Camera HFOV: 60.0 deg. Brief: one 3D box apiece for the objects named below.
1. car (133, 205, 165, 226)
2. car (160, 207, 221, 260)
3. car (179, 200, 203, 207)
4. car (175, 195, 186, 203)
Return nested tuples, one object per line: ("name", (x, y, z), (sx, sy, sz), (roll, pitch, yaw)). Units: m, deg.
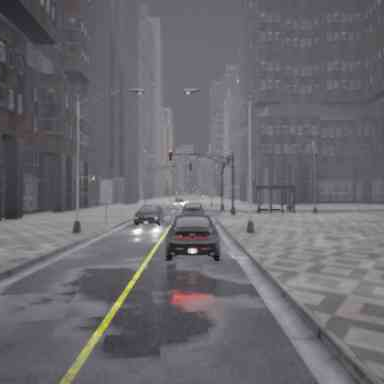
("car", (-3.025, 1.650, 24.596), (2.033, 1.411, 5.357), (0, 0, 0))
("car", (0.043, 1.560, 12.650), (1.837, 1.490, 4.892), (0, 0, 1))
("car", (0.125, 1.619, 27.284), (1.837, 1.490, 4.892), (0, 0, 2))
("car", (-3.017, 1.915, 77.472), (1.895, 1.301, 4.718), (0, 0, 0))
